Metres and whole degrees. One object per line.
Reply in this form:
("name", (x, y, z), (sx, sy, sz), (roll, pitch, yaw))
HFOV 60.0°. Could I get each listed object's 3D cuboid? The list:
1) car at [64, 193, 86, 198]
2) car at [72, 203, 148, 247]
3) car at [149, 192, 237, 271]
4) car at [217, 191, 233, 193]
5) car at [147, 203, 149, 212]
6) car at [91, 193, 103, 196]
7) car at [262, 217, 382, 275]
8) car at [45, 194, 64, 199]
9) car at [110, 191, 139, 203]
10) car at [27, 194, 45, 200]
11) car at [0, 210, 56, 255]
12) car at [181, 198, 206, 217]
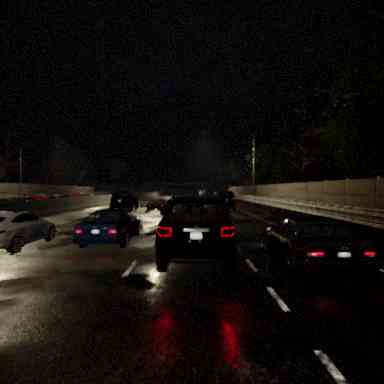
("car", (-21.005, 0.974, 60.738), (1.882, 1.535, 5.008), (0, 0, 0))
("car", (-3.400, 1.425, 14.215), (2.033, 1.411, 5.357), (0, 0, 0))
("car", (0.103, 1.128, 10.713), (2.150, 2.045, 5.566), (0, 0, 0))
("car", (3.507, 0.901, 36.791), (2.150, 2.045, 5.566), (0, 0, 0))
("car", (-3.392, 1.317, 33.555), (1.895, 1.301, 4.718), (0, 0, 0))
("car", (-17.499, 0.962, 61.677), (1.882, 1.535, 5.008), (0, 1, 0))
("car", (3.499, 1.457, 10.086), (2.033, 1.411, 5.357), (0, 0, 1))
("car", (-24.498, 1.057, 60.612), (1.994, 1.385, 4.181), (0, 0, 0))
("car", (-6.897, 0.932, 34.265), (2.150, 2.045, 5.566), (0, 0, 0))
("car", (-27.992, 1.096, 60.508), (1.895, 1.301, 4.718), (0, 0, 0))
("car", (-6.897, 1.416, 12.710), (1.812, 1.442, 4.674), (0, 0, 0))
("car", (0.105, 1.299, 29.295), (2.033, 1.411, 5.357), (0, 0, 0))
